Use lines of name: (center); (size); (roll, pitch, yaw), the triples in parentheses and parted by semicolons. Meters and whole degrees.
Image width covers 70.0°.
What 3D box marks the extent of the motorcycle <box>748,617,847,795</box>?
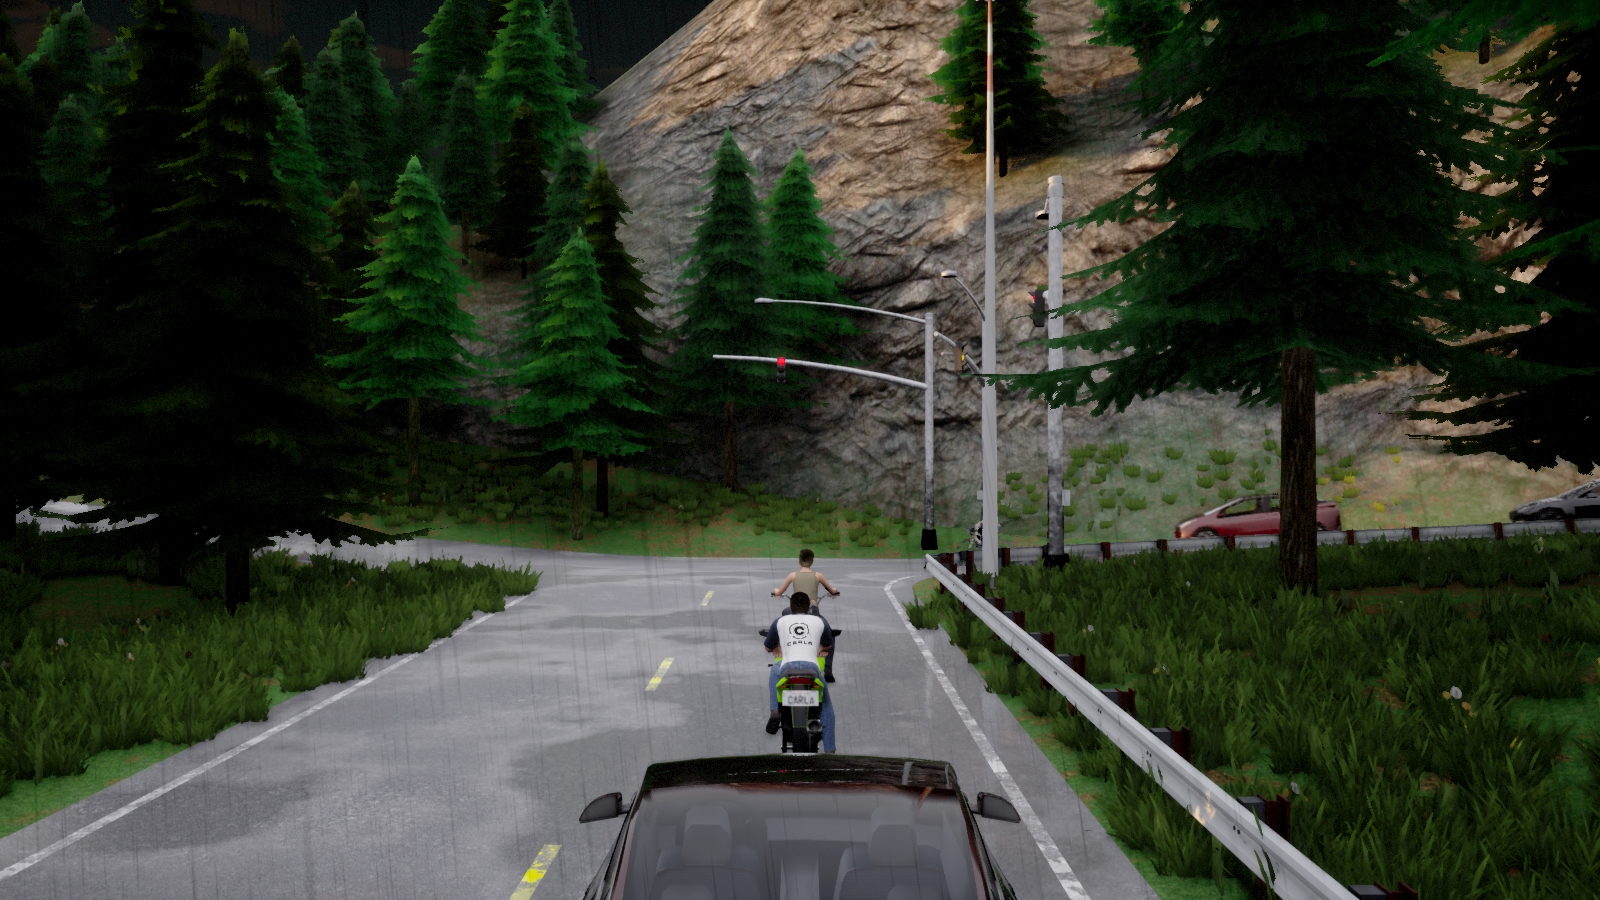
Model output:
motorcycle: (-0.020, 2.213, 10.238); (0.803, 1.145, 2.033); (0, 0, 0)

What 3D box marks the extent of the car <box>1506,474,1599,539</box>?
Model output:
car: (21.442, 1.393, 29.851); (4.792, 1.488, 2.163); (-5, -2, 25)

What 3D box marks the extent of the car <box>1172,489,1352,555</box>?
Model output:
car: (13.190, 2.058, 32.952); (4.514, 1.525, 2.007); (-5, -2, 16)

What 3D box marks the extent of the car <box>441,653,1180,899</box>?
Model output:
car: (0.029, 2.063, 5.012); (2.163, 1.488, 4.792); (0, 0, 0)

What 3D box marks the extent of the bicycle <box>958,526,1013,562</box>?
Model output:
bicycle: (5.712, 2.897, 35.205); (1.643, 1.024, 0.373); (-2, -1, 7)
